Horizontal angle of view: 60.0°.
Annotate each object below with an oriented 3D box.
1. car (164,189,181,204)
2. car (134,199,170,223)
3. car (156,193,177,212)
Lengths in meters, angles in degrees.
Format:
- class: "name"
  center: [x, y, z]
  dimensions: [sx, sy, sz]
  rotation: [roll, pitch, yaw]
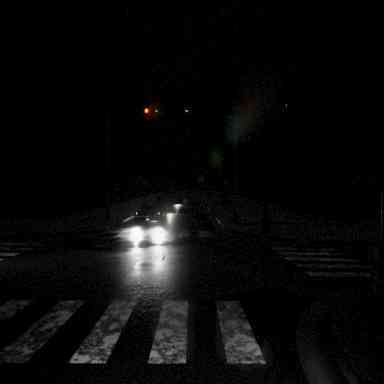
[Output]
- class: "car"
  center: [-2.868, 0.618, 48.696]
  dimensions: [2.150, 2.045, 5.566]
  rotation: [0, 1, 0]
- class: "car"
  center: [-2.869, 1.425, 23.681]
  dimensions: [1.895, 1.301, 4.718]
  rotation: [0, 1, 0]
- class: "car"
  center: [-2.875, 1.169, 33.792]
  dimensions: [1.837, 1.490, 4.892]
  rotation: [0, 1, 0]
